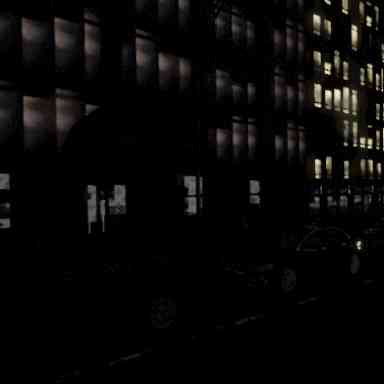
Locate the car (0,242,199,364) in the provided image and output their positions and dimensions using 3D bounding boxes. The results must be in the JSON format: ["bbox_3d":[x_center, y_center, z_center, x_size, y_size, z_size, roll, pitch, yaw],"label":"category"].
[{"bbox_3d":[-1.989,1.530,5.148,4.507,1.381,1.887,-1,0,-35],"label":"car"}]

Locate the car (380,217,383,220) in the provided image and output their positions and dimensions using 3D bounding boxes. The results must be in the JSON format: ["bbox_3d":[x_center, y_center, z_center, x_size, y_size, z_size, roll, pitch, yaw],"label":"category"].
[{"bbox_3d":[7.309,1.485,11.689,4.206,1.307,1.802,-1,0,-35],"label":"car"}]

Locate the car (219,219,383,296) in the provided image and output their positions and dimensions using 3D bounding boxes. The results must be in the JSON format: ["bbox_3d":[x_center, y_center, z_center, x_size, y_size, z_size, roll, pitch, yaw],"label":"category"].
[{"bbox_3d":[2.659,1.495,8.419,4.403,1.369,2.008,-1,0,-35],"label":"car"}]
